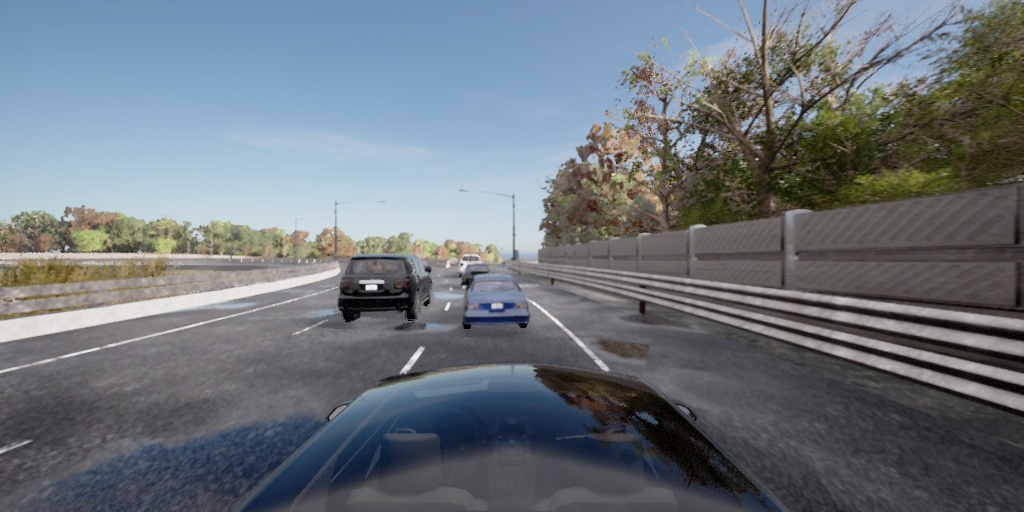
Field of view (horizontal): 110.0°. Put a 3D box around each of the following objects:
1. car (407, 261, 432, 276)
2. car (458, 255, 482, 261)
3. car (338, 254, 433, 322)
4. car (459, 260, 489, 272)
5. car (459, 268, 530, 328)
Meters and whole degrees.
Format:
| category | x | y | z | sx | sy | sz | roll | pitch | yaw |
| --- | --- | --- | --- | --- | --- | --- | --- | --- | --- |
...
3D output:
| category | x | y | z | sx | sy | sz | roll | pitch | yaw |
| --- | --- | --- | --- | --- | --- | --- | --- | --- | --- |
| car | -9.758 | 1.229 | 37.566 | 2.033 | 1.411 | 5.357 | 0 | 0 | -20 |
| car | -4.083 | 0.897 | 35.130 | 2.150 | 2.045 | 5.566 | 0 | 0 | -7 |
| car | -4.131 | 0.954 | 12.513 | 2.150 | 2.045 | 5.566 | 0 | 0 | -6 |
| car | -2.270 | 1.206 | 23.077 | 1.837 | 1.490 | 4.892 | 0 | 0 | -9 |
| car | -0.605 | 1.274 | 11.335 | 2.033 | 1.411 | 5.357 | 0 | 0 | -6 |
